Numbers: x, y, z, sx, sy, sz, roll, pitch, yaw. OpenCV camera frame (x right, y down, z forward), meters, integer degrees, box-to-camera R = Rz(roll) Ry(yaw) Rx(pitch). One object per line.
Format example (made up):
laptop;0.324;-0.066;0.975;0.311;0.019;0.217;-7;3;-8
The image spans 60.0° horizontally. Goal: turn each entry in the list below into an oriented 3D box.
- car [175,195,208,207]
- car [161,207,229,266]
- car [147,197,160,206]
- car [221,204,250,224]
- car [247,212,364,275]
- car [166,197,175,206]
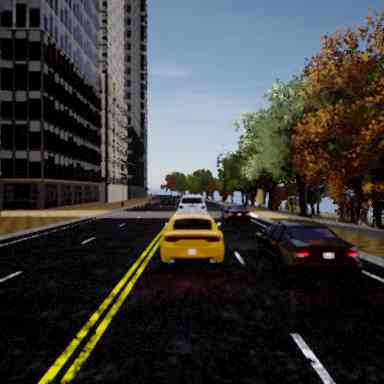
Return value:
car;0.045;1.278;26.468;2.150;2.045;5.566;0;0;1
car;0.038;1.504;11.655;1.882;1.535;5.008;0;0;1
car;-6.651;1.624;58.309;1.812;1.442;4.674;0;0;0
car;3.285;1.600;25.473;2.033;1.411;5.357;0;0;0
car;3.276;1.571;10.445;2.033;1.411;5.357;0;0;0
car;-3.399;1.601;57.132;1.837;1.490;4.892;0;0;0
